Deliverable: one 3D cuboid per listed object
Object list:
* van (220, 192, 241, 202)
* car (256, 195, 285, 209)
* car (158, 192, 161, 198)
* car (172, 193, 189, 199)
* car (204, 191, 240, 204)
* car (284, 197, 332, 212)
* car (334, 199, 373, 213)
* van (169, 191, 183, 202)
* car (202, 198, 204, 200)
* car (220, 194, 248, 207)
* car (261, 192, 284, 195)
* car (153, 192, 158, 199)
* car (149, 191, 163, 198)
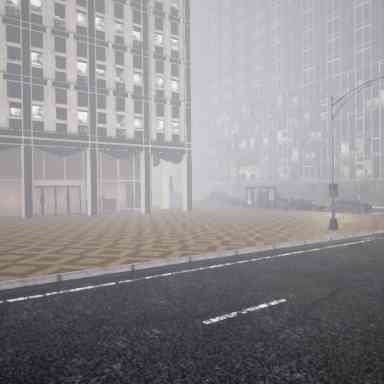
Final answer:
[{"bbox_3d":[6.940,0.852,60.086,1.690,1.788,3.998,-1,1,-34],"label":"van"},{"bbox_3d":[9.526,1.386,41.220,1.802,1.307,4.206,-1,1,-34],"label":"car"},{"bbox_3d":[-5.865,0.612,78.871,2.192,1.841,5.009,0,1,-34],"label":"car"},{"bbox_3d":[-2.663,0.933,74.178,1.802,1.307,4.206,0,1,-34],"label":"car"},{"bbox_3d":[4.915,0.871,52.780,2.150,2.045,5.566,-1,1,-34],"label":"car"},{"bbox_3d":[12.713,1.422,36.512,1.947,1.339,4.313,-1,1,-34],"label":"car"},{"bbox_3d":[16.800,1.406,35.330,1.994,1.385,4.181,-1,1,-34],"label":"car"},{"bbox_3d":[-3.185,0.935,60.064,1.690,1.788,3.998,0,1,-34],"label":"van"},{"bbox_3d":[3.739,1.040,64.785,1.802,1.307,4.206,-1,1,-34],"label":"car"},{"bbox_3d":[6.373,1.317,45.949,1.947,1.339,4.313,-1,1,-34],"label":"car"},{"bbox_3d":[10.942,0.969,43.920,2.150,2.045,5.566,-1,1,-34],"label":"car"},{"bbox_3d":[-9.588,1.037,69.459,2.008,1.369,4.403,0,1,-34],"label":"car"},{"bbox_3d":[-9.066,0.683,83.568,1.967,1.590,4.097,0,1,-34],"label":"car"}]
